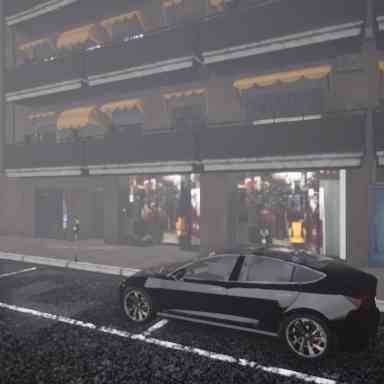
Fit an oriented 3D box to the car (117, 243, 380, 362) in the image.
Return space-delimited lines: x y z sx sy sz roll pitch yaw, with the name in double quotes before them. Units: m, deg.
"car" 0.760 1.566 5.673 4.313 1.339 1.947 0 0 27
